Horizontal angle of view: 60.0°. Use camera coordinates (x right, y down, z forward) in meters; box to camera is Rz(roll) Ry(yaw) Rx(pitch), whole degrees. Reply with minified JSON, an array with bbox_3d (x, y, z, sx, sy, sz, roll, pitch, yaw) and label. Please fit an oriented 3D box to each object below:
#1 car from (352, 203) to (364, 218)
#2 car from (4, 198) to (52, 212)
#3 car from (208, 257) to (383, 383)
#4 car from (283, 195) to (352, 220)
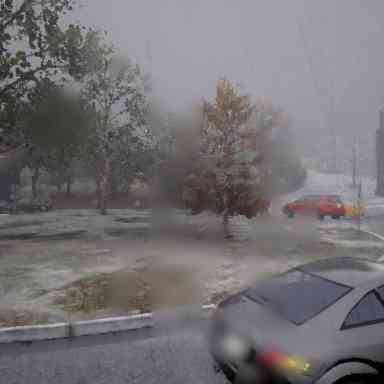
[{"bbox_3d":[12.866,1.501,29.946,1.882,1.535,5.008,1,0,-26],"label":"car"},{"bbox_3d":[-18.354,1.424,37.348,4.892,1.490,1.837,0,0,-33],"label":"car"},{"bbox_3d":[2.313,1.564,4.154,4.181,1.385,1.994,0,0,-20],"label":"car"},{"bbox_3d":[10.237,1.244,28.328,2.150,2.045,5.566,0,0,-27],"label":"car"}]
